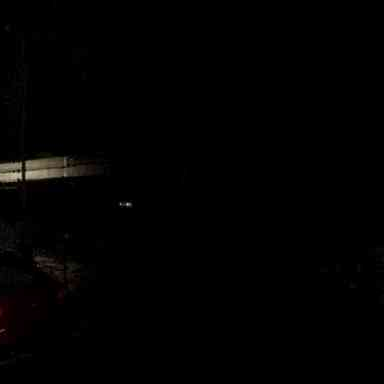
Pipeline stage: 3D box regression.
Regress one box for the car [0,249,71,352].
[{"bbox_3d":[-3.771,1.648,5.656,4.206,1.307,1.802,-1,0,36],"label":"car"}]
